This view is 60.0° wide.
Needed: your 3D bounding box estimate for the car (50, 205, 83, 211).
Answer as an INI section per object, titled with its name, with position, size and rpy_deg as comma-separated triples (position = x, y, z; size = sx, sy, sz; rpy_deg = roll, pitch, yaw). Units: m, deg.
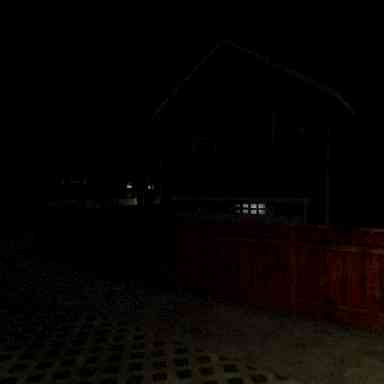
[car]
position = -9.062, 1.702, 24.928
size = 1.812, 1.442, 4.674
rpy_deg = 0, -1, 15
